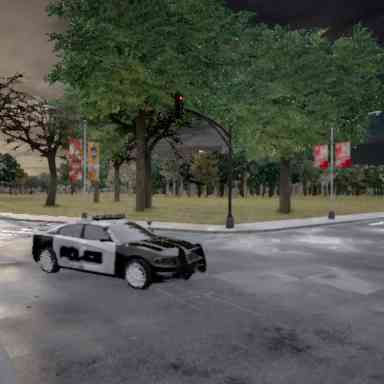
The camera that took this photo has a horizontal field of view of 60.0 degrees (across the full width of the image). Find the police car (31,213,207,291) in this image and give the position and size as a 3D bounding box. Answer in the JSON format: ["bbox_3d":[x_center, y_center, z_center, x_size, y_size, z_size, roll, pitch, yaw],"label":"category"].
[{"bbox_3d":[-2.127,1.420,9.083,5.238,1.638,1.930,0,0,29],"label":"police car"}]
